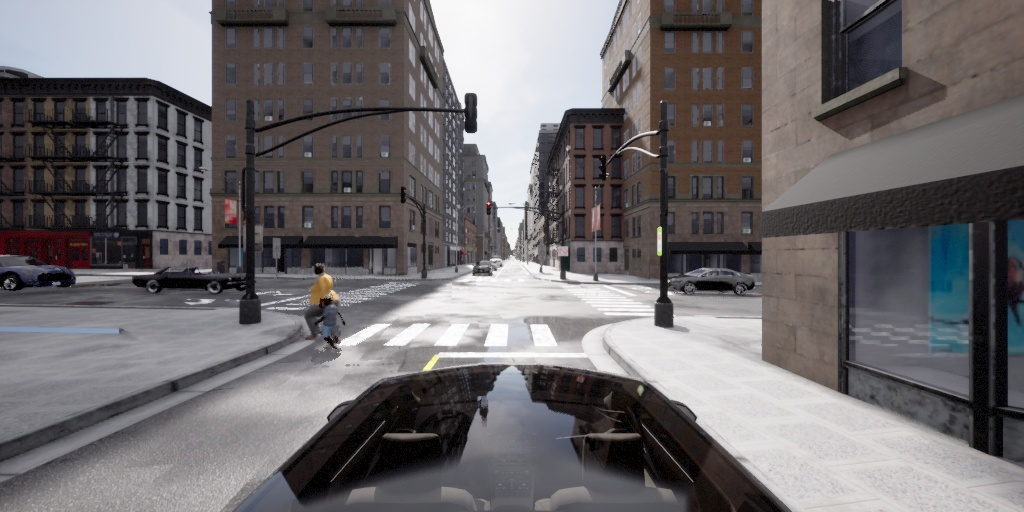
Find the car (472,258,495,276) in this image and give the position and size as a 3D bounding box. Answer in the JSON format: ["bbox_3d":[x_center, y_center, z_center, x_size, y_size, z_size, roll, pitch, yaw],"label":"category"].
[{"bbox_3d":[-3.068,1.248,37.919,1.837,1.490,4.892,0,0,0],"label":"car"}]

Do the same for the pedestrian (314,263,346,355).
[{"bbox_3d":[-3.746,1.044,7.387,0.375,1.860,0.375,0,0,0],"label":"pedestrian"}]

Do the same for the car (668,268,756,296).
[{"bbox_3d":[11.432,1.451,20.937,4.902,1.511,2.128,1,0,0],"label":"car"}]

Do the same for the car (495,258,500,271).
[{"bbox_3d":[-3.033,1.340,48.888,1.895,1.301,4.718,0,0,0],"label":"car"}]

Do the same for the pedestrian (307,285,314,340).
[{"bbox_3d":[-4.258,1.043,8.040,0.375,1.860,0.375,0,0,0],"label":"pedestrian"}]

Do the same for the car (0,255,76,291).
[{"bbox_3d":[-24.587,0.739,17.630,4.553,1.767,2.097,1,0,1],"label":"car"}]

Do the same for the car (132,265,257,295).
[{"bbox_3d":[-15.394,1.131,17.590,4.718,1.301,1.895,1,0,0],"label":"car"}]

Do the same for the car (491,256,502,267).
[{"bbox_3d":[-2.931,0.959,65.273,2.150,2.045,5.566,0,0,1],"label":"car"}]
